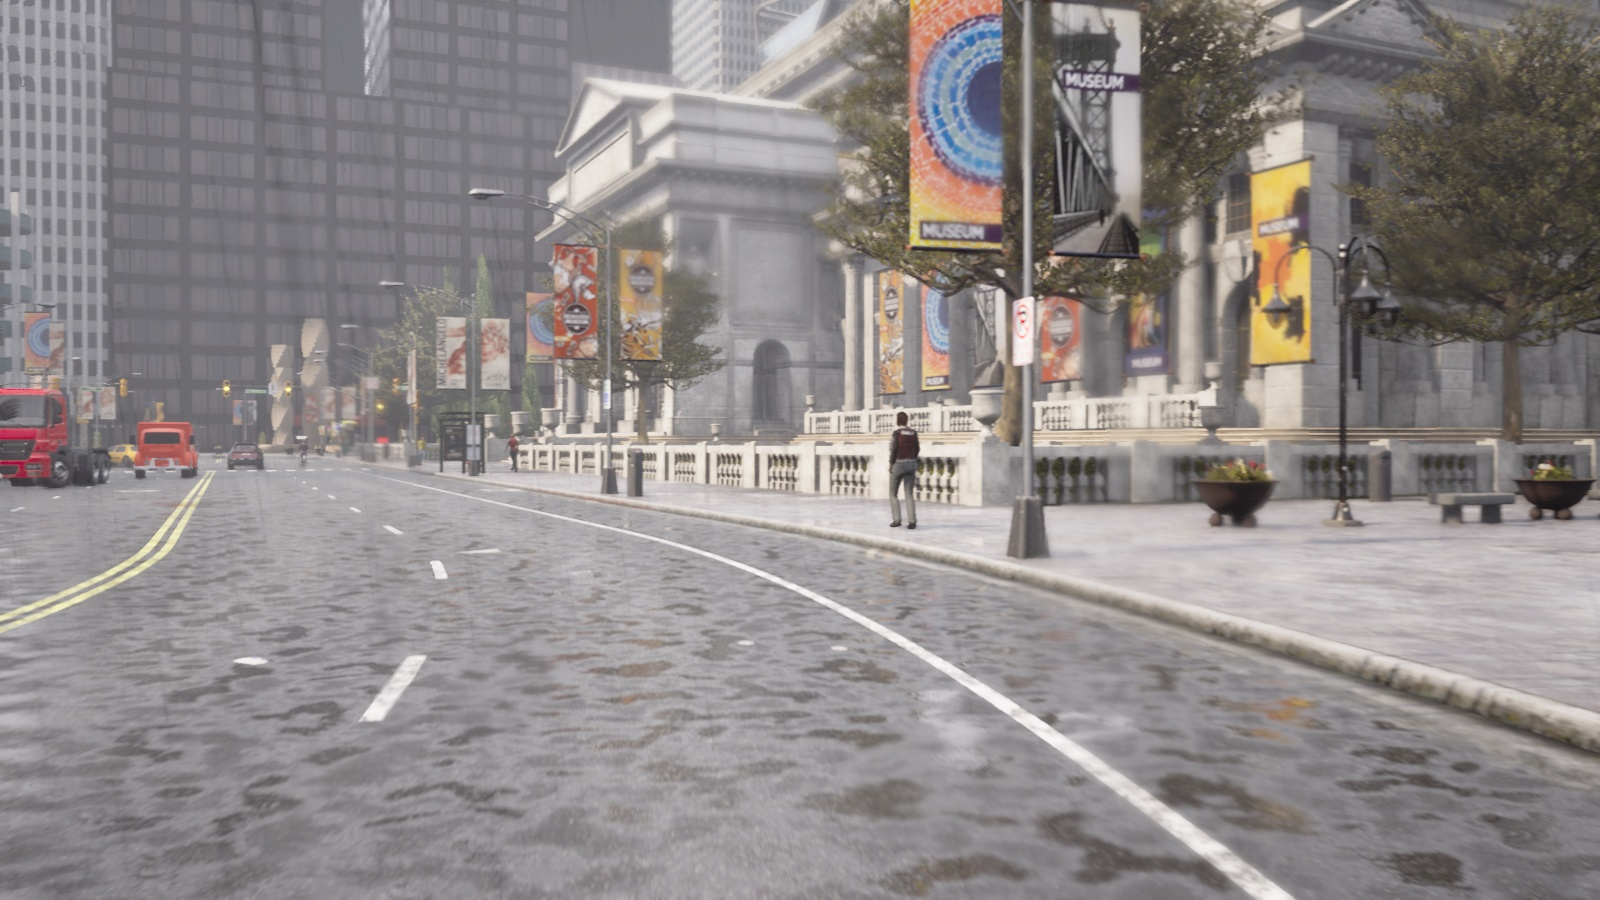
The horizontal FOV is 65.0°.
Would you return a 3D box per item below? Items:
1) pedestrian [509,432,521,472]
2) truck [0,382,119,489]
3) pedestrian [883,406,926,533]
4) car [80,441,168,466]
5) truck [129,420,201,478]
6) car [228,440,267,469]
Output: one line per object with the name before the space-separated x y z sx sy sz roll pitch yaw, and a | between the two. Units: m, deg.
pedestrian | -13.108 0.079 57.742 0.331 1.846 0.636 0 0 -31
truck | -26.963 -0.484 44.668 2.891 3.462 7.936 0 0 -14
pedestrian | 1.614 0.293 19.478 0.402 1.930 0.666 0 0 -22
car | -44.145 0.227 82.024 5.366 1.575 1.801 0 0 16
truck | -28.378 -0.058 56.256 2.627 2.467 5.204 0 1 -24
car | -33.268 0.253 75.529 2.033 1.649 4.856 0 0 -25
